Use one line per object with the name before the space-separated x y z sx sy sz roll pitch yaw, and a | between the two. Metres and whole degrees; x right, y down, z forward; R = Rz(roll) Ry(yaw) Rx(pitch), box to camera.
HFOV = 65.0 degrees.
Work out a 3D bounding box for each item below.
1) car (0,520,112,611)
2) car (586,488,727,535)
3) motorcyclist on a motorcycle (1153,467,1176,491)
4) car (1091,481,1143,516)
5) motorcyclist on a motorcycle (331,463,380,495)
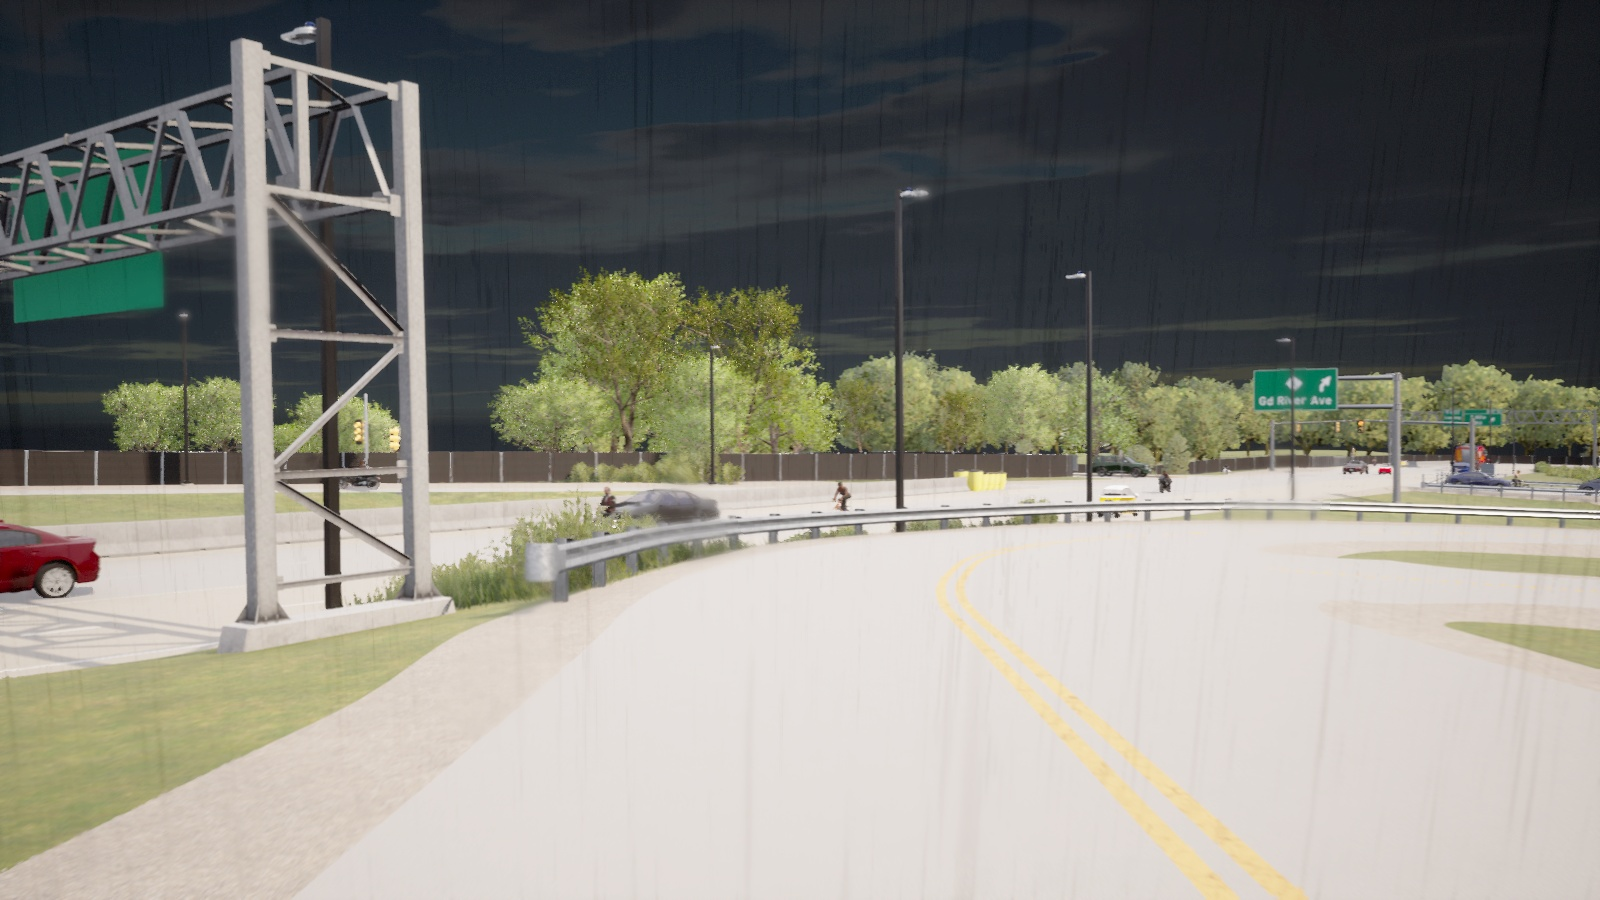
car | -15.986 2.246 23.641 1.882 1.535 5.008 0 0 35
car | -5.119 2.190 45.531 2.033 1.411 5.357 0 0 35
motorcyclist on a motorcycle | 23.417 1.850 80.685 0.797 1.523 2.044 0 0 35
car | 13.710 2.093 54.316 1.481 1.376 2.207 0 1 35
motorcyclist on a motorcycle | -23.704 1.534 67.017 2.350 1.649 0.766 0 1 -28
